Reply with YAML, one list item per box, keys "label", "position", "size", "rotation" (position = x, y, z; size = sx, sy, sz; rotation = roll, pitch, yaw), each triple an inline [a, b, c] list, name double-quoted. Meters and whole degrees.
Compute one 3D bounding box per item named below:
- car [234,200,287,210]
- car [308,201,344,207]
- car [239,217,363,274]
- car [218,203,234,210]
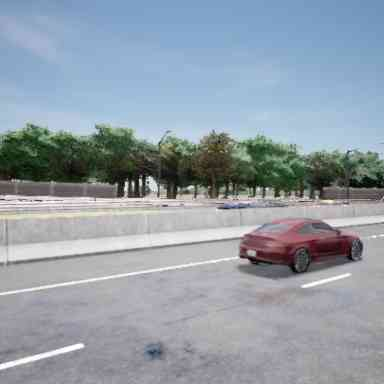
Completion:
- label: "car"
  position: [6.563, 1.525, 30.150]
  size: [4.902, 1.511, 2.128]
  rotation: [0, 0, -35]
- label: "car"
  position: [12.017, 1.523, 29.714]
  size: [5.008, 1.535, 1.882]
  rotation: [1, 0, -35]
- label: "car"
  position: [3.530, 1.533, 10.581]
  size: [4.674, 1.442, 1.812]
  rotation: [0, 0, -36]
- label: "car"
  position: [4.814, 1.635, 33.201]
  size: [4.718, 1.301, 1.895]
  rotation: [0, 0, -35]
